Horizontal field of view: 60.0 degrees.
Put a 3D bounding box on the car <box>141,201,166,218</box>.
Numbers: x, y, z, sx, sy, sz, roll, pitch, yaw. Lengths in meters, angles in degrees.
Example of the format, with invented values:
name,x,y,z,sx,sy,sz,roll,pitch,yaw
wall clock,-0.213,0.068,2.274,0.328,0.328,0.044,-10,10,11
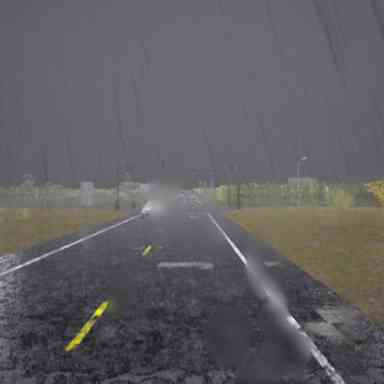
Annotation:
name,x,y,z,sx,sy,sz,roll,pitch,yaw
car,-3.538,1.598,30.967,1.812,1.442,4.674,0,0,1
